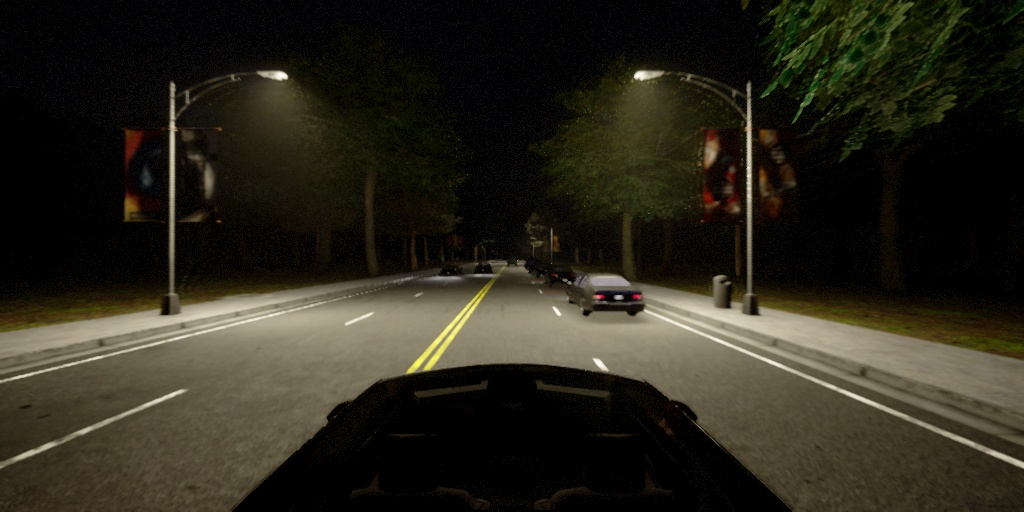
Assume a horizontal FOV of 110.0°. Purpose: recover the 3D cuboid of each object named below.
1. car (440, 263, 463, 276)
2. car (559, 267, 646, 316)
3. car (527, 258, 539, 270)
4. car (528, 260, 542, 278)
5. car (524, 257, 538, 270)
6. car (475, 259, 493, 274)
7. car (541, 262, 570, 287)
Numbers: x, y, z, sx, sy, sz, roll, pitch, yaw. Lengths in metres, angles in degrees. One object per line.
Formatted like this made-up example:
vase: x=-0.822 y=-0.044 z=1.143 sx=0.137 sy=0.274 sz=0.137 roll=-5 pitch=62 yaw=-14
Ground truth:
car: x=-6.567 y=1.457 z=39.218 sx=1.895 sy=1.301 sz=4.718 roll=0 pitch=0 yaw=0
car: x=3.253 y=1.306 z=13.444 sx=2.033 sy=1.411 sz=5.357 roll=0 pitch=0 yaw=0
car: x=3.265 y=1.390 z=46.446 sx=1.837 sy=1.490 sz=4.892 roll=0 pitch=0 yaw=0
car: x=3.099 y=1.366 z=35.837 sx=1.812 sy=1.442 sz=4.674 roll=0 pitch=0 yaw=-7
car: x=3.268 y=1.156 z=57.477 sx=2.150 sy=2.045 sz=5.566 roll=0 pitch=0 yaw=0
car: x=-3.299 y=1.436 z=42.932 sx=1.994 sy=1.385 sz=4.181 roll=0 pitch=0 yaw=0
car: x=3.256 y=1.317 z=24.446 sx=1.812 sy=1.442 sz=4.674 roll=0 pitch=0 yaw=0
